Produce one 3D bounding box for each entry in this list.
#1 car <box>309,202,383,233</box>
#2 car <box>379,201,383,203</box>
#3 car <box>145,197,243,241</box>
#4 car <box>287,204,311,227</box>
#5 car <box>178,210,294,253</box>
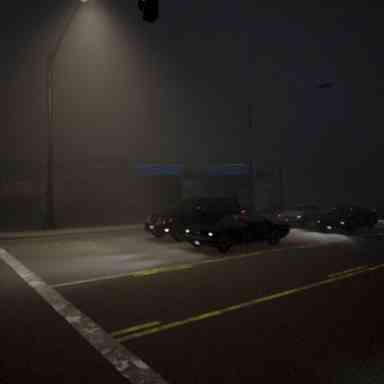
[{"bbox_3d":[9.518,1.573,20.176,5.357,1.411,2.033,0,0,-43],"label":"car"},{"bbox_3d":[17.143,1.541,29.495,1.812,1.442,4.674,0,0,31],"label":"car"},{"bbox_3d":[0.312,1.290,17.279,5.566,2.045,2.150,0,0,-37],"label":"car"},{"bbox_3d":[7.865,1.573,23.449,4.674,1.442,1.812,0,0,-45],"label":"car"},{"bbox_3d":[1.978,1.648,14.164,4.718,1.301,1.895,0,0,-37],"label":"car"}]
